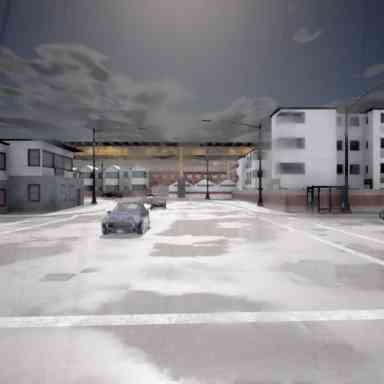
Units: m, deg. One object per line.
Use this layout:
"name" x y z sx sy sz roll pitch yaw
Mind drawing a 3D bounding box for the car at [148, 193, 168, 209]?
"car" -4.052 1.213 40.454 1.837 1.490 4.892 0 1 -6

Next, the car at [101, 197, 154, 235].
"car" -3.623 1.384 18.922 2.097 1.767 4.553 0 0 0

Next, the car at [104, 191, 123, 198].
"car" -15.802 0.606 67.002 1.882 1.535 5.008 0 0 -42

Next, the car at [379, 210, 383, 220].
"car" 16.512 1.525 24.746 4.674 1.442 1.812 0 0 1

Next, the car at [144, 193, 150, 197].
"car" -6.280 0.967 51.413 1.812 1.442 4.674 0 2 -20
